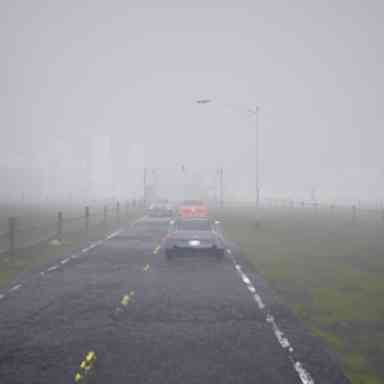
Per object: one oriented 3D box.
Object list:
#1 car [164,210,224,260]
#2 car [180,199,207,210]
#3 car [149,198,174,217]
[{"bbox_3d":[0.089,1.560,12.353,1.994,1.385,4.181,0,0,0],"label":"car"},{"bbox_3d":[0.095,1.349,26.890,2.097,1.767,4.553,0,0,0],"label":"car"},{"bbox_3d":[-2.818,1.349,31.551,2.097,1.767,4.553,0,0,0],"label":"car"}]
